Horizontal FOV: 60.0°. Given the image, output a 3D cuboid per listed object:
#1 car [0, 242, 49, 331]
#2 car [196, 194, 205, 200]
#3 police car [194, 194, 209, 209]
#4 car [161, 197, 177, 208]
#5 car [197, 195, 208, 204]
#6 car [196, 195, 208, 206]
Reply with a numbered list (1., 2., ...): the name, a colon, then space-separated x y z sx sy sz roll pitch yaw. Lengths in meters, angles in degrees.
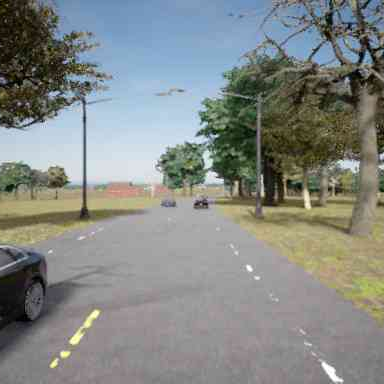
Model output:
1. car: -3.627 1.490 4.394 2.128 1.511 4.902 0 0 0
2. car: 1.952 1.160 77.114 1.812 1.442 4.674 0 0 5
3. police car: 1.243 1.340 44.425 1.930 1.638 5.238 0 0 2
4. car: -3.263 1.468 47.320 1.994 1.385 4.181 0 0 2
5. car: 1.913 1.358 60.241 1.837 1.490 4.892 0 0 3
6. car: 1.620 1.354 54.271 1.882 1.535 5.008 0 0 3
